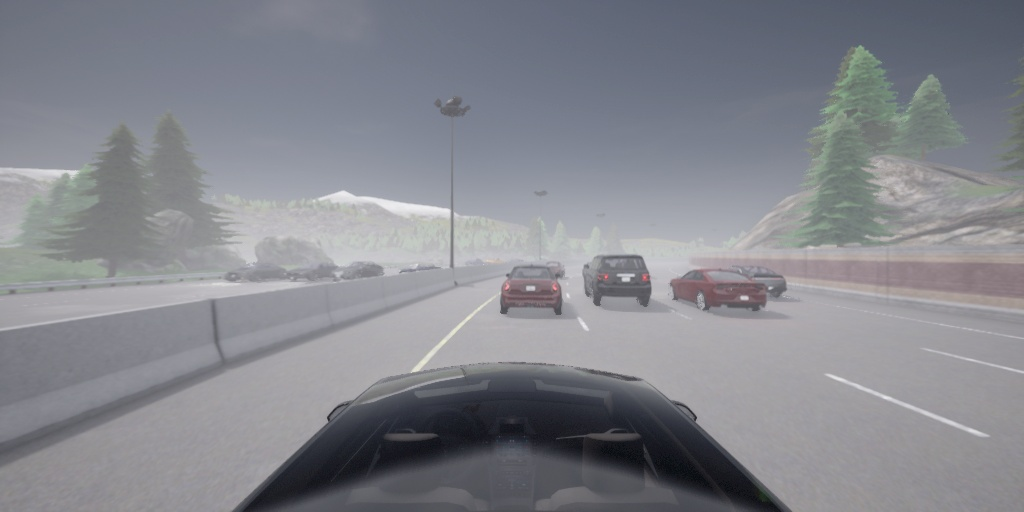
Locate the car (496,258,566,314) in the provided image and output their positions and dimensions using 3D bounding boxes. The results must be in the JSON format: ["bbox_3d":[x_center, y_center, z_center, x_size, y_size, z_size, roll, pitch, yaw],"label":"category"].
[{"bbox_3d":[0.800,1.071,13.836,2.097,1.767,4.553,0,0,5],"label":"car"}]

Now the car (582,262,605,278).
[{"bbox_3d":[7.612,1.248,33.454,1.994,1.385,4.181,0,0,13],"label":"car"}]

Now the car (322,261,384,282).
[{"bbox_3d":[-11.698,1.136,27.419,2.128,1.511,4.902,0,0,10],"label":"car"}]

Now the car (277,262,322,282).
[{"bbox_3d":[-15.181,1.180,28.077,2.033,1.411,5.357,0,0,10],"label":"car"}]

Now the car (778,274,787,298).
[{"bbox_3d":[11.863,1.230,18.432,2.128,1.511,4.902,0,0,7],"label":"car"}]

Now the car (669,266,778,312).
[{"bbox_3d":[7.844,1.216,14.208,1.882,1.535,5.008,0,0,5],"label":"car"}]

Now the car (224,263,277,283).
[{"bbox_3d":[-18.906,1.189,26.681,1.994,1.385,4.181,0,0,9],"label":"car"}]

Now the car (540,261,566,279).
[{"bbox_3d":[3.726,1.202,32.225,1.812,1.442,4.674,0,0,13],"label":"car"}]

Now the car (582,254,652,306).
[{"bbox_3d":[4.478,0.945,15.865,2.150,2.045,5.566,0,0,6],"label":"car"}]

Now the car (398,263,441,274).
[{"bbox_3d":[-7.688,1.250,30.065,1.895,1.301,4.718,0,0,11],"label":"car"}]
